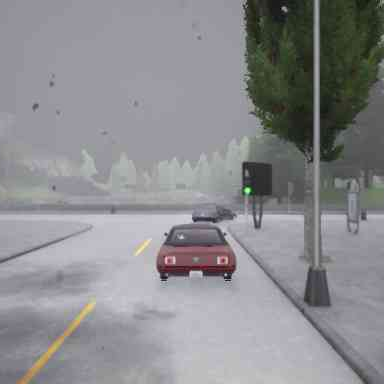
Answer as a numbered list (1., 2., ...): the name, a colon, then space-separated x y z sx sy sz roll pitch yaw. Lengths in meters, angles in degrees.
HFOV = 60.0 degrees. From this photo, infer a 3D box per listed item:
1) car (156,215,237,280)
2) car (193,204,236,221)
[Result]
1. car: 0.100 1.604 9.878 1.895 1.301 4.718 0 0 0
2. car: 1.726 1.570 25.113 1.994 1.385 4.181 0 0 29
